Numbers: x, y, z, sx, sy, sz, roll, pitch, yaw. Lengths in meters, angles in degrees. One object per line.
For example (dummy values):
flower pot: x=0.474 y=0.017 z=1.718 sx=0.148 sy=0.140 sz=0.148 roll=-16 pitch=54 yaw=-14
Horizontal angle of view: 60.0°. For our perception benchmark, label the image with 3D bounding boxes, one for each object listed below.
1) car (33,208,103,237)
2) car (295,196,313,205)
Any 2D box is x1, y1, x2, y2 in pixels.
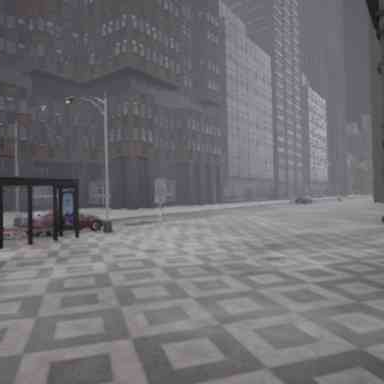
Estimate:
car: x=-7.277 y=1.649 z=18.887 sx=1.812 sy=1.442 sz=4.674 roll=-2 pitch=-1 yaw=35
car: x=18.550 y=1.327 z=55.043 sx=1.882 sy=1.535 sz=5.008 roll=-2 pitch=-1 yaw=35
